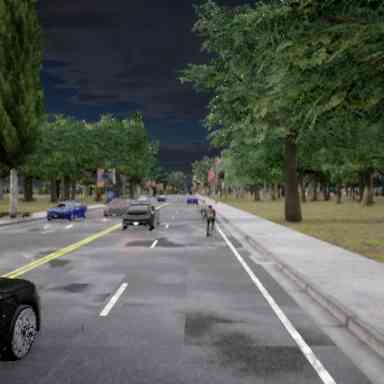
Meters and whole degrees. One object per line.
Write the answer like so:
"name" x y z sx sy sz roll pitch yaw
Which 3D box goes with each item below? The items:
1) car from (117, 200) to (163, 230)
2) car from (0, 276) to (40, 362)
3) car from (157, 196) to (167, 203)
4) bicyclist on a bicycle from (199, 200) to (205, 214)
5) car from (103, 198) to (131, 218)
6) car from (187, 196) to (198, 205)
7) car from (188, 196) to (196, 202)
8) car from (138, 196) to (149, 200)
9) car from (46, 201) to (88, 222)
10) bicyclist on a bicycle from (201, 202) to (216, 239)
"car" -3.156 1.504 21.121 1.837 1.490 4.892 0 0 0
"car" -3.151 1.491 3.000 2.128 1.511 4.902 0 0 0
"car" -6.519 1.592 71.576 1.895 1.301 4.718 0 0 0
"bicyclist on a bicycle" 0.906 1.435 25.530 0.866 1.612 1.509 0 0 0
"car" -6.606 1.350 30.458 2.097 1.767 4.553 0 0 0
"car" 0.086 1.477 59.807 1.882 1.535 5.008 0 -1 0
"car" -0.019 1.526 74.216 1.812 1.442 4.674 0 0 0
"car" -9.781 1.525 67.138 1.812 1.442 4.674 0 0 0
"car" -9.856 1.476 26.577 1.882 1.535 5.008 0 0 0
"bicyclist on a bicycle" 0.890 1.452 16.029 0.582 1.620 1.656 0 0 0
